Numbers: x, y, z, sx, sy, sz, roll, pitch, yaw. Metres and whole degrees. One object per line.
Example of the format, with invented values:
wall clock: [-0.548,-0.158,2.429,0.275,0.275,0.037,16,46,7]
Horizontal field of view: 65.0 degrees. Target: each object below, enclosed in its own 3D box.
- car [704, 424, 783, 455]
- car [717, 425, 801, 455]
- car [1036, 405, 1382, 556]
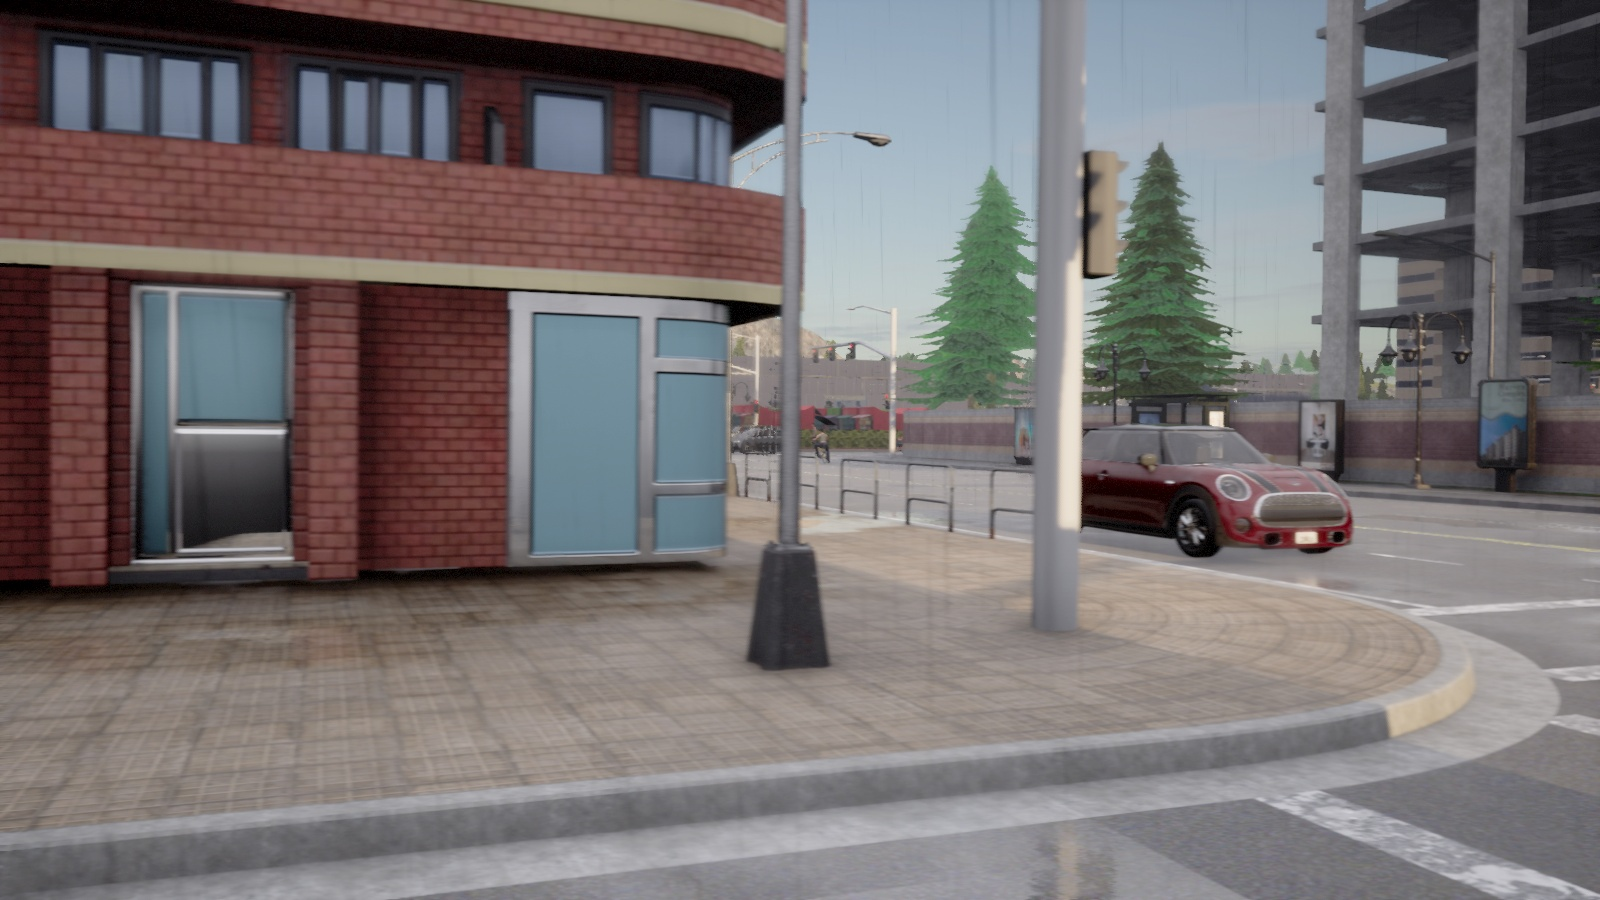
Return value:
car: [-3.598,-0.686,80.151,4.605,1.855,1.932,-2,1,-21]
car: [-2.475,-0.599,76.158,4.611,1.667,2.242,-2,1,-32]
car: [5.368,0.318,17.223,2.097,1.767,4.553,-1,1,-21]
